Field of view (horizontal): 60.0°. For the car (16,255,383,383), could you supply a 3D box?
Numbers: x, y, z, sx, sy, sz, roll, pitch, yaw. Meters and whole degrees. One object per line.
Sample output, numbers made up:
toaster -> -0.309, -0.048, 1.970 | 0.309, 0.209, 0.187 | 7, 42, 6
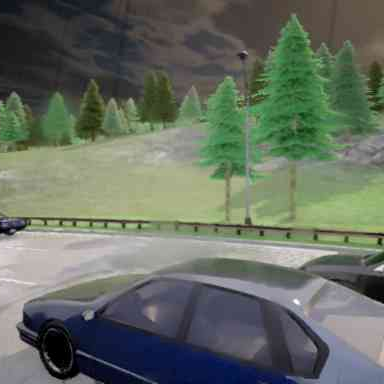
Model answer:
car -> 0.256, 1.524, 3.774 | 5.357, 1.411, 2.033 | 0, 0, 34

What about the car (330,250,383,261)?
car -> 4.149, 1.457, 5.263 | 4.892, 1.490, 1.837 | 0, 0, 35

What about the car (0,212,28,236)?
car -> -10.657, 1.555, 16.190 | 4.718, 1.301, 1.895 | 0, 0, 11
